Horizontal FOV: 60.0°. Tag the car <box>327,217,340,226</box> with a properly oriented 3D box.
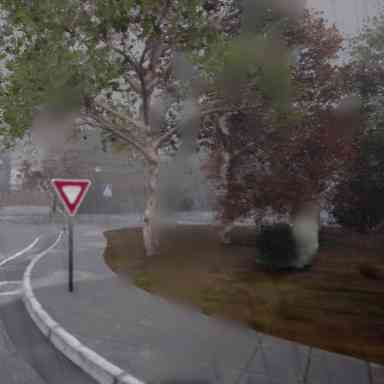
[{"bbox_3d":[21.109,4.053,47.572,4.674,1.442,1.812,3,-2,-36],"label":"car"}]

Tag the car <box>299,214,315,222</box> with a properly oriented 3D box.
[{"bbox_3d":[16.446,3.876,48.031,4.892,1.490,1.837,4,-3,-36],"label":"car"}]
